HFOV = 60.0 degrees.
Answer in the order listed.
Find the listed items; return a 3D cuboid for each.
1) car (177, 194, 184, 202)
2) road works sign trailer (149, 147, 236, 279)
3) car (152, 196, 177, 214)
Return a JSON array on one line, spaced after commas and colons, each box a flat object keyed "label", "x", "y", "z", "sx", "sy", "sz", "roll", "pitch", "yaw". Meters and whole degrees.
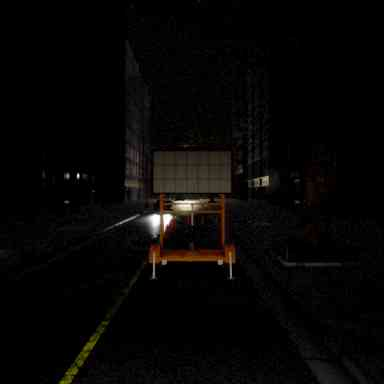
[{"label": "car", "x": -2.914, "y": 1.347, "z": 78.527, "sx": 2.097, "sy": 1.767, "sz": 4.553, "roll": 0, "pitch": 0, "yaw": 0}, {"label": "road works sign trailer", "x": 0.011, "y": 0.464, "z": 10.002, "sx": 2.380, "sy": 3.560, "sz": 2.880, "roll": 0, "pitch": 0, "yaw": 0}, {"label": "car", "x": -3.063, "y": 1.491, "z": 35.221, "sx": 2.128, "sy": 1.511, "sz": 4.902, "roll": 0, "pitch": 0, "yaw": 0}]
